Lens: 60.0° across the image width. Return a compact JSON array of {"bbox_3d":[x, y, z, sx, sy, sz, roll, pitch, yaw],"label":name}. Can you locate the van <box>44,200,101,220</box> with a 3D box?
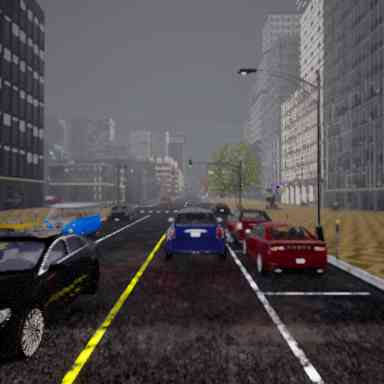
[{"bbox_3d":[-5.650,1.429,16.088,1.690,1.788,3.998,0,0,0],"label":"van"}]

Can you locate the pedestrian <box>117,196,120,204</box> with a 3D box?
[{"bbox_3d":[-12.611,1.347,57.205,0.375,1.860,0.375,0,-1,-1],"label":"pedestrian"}]

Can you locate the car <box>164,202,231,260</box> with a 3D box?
[{"bbox_3d":[0.125,1.422,12.925,2.097,1.767,4.553,0,0,0],"label":"car"}]

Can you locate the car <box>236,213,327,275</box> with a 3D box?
[{"bbox_3d":[2.715,1.603,10.527,1.887,1.381,4.507,0,0,0],"label":"car"}]

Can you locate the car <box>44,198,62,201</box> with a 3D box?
[{"bbox_3d":[-22.683,1.632,54.149,4.206,1.307,1.802,1,-1,-1],"label":"car"}]

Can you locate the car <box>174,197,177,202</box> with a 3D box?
[{"bbox_3d":[-5.486,1.995,81.833,2.008,1.369,4.403,0,0,0],"label":"car"}]

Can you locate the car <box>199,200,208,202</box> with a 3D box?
[{"bbox_3d":[0.171,1.709,29.844,2.033,1.411,5.357,0,0,0],"label":"car"}]

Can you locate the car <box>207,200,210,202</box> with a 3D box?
[{"bbox_3d":[2.771,1.743,32.684,1.947,1.339,4.313,0,0,0],"label":"car"}]

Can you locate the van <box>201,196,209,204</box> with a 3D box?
[{"bbox_3d":[2.881,1.755,76.265,1.690,1.788,3.998,0,0,0],"label":"van"}]

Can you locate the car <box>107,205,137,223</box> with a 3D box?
[{"bbox_3d":[-5.623,1.713,27.165,1.947,1.339,4.313,0,0,0],"label":"car"}]

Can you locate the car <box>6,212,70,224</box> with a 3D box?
[{"bbox_3d":[-5.665,1.582,10.378,1.752,1.417,4.829,0,0,0],"label":"car"}]

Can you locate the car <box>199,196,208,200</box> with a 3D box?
[{"bbox_3d":[2.867,1.910,70.882,1.752,1.417,4.829,0,0,0],"label":"car"}]

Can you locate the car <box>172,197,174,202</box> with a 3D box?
[{"bbox_3d":[-5.513,1.698,70.732,2.192,1.841,5.009,0,0,0],"label":"car"}]

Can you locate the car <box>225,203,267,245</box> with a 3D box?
[{"bbox_3d":[2.730,1.528,16.067,1.967,1.590,4.097,0,0,0],"label":"car"}]

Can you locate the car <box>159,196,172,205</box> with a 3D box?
[{"bbox_3d":[-5.528,1.935,65.180,1.802,1.307,4.206,0,0,0],"label":"car"}]

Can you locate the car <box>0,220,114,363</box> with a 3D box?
[{"bbox_3d":[-3.090,1.525,6.065,2.128,1.511,4.902,0,0,0],"label":"car"}]

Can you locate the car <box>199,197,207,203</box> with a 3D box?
[{"bbox_3d":[2.908,2.025,87.365,2.008,1.369,4.403,0,0,0],"label":"car"}]
